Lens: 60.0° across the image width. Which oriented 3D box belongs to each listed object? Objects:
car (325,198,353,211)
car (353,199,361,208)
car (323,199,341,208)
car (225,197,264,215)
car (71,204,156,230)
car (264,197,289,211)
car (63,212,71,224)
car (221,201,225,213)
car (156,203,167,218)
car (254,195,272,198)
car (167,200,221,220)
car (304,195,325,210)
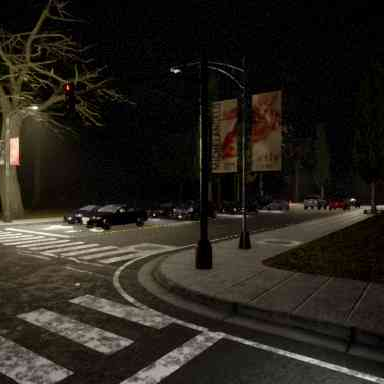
[{"bbox_3d":[20.695,1.658,46.568,2.097,1.767,4.553,0,0,35],"label":"car"},{"bbox_3d":[26.454,1.891,54.750,2.128,1.511,4.902,0,-1,35],"label":"car"},{"bbox_3d":[24.079,1.925,57.018,1.812,1.442,4.674,0,-1,35],"label":"car"},{"bbox_3d":[5.949,1.679,37.248,1.837,1.490,4.892,0,0,35],"label":"car"},{"bbox_3d":[-4.957,1.566,21.765,2.128,1.511,4.902,0,0,35],"label":"car"},{"bbox_3d":[11.900,1.771,45.638,1.812,1.442,4.674,0,0,36],"label":"car"},{"bbox_3d":[-7.167,1.637,24.286,1.994,1.385,4.181,0,0,36],"label":"car"},{"bbox_3d":[3.893,1.776,39.980,1.895,1.301,4.718,0,0,35],"label":"car"},{"bbox_3d":[-1.836,1.666,31.831,2.033,1.411,5.357,0,0,35],"label":"car"},{"bbox_3d":[9.978,1.471,48.544,2.150,2.045,5.566,0,0,38],"label":"car"},{"bbox_3d":[0.294,1.472,29.221,2.097,1.767,4.553,0,0,35],"label":"car"},{"bbox_3d":[17.943,1.520,48.295,2.150,2.045,5.566,0,0,35],"label":"car"}]
